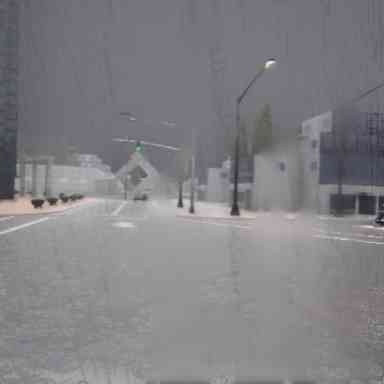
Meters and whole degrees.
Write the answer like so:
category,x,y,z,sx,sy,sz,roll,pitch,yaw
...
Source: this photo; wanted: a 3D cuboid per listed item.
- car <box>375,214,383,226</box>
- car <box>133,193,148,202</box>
category,x,y,z,sx,sy,sz,roll,pitch,yaw
car,15.481,1.866,23.883,4.181,1.385,1.994,1,0,-10
car,-9.273,0.960,60.221,2.033,1.411,5.357,2,0,3
